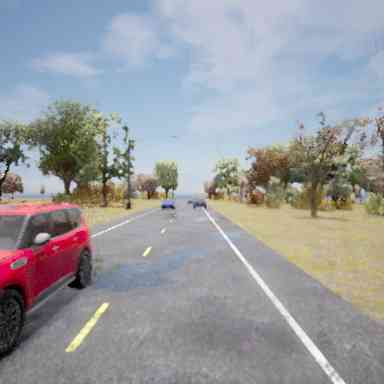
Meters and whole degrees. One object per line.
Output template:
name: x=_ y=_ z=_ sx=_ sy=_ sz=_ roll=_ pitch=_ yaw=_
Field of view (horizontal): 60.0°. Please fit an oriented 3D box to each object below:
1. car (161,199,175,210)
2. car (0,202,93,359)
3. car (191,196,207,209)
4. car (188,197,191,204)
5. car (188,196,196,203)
car: x=-3.566 y=1.815 z=49.791 sx=1.882 sy=1.535 sz=5.008 roll=0 pitch=-1 yaw=0
car: x=-3.601 y=1.256 z=6.371 sx=2.150 sy=2.045 sz=5.566 roll=0 pitch=0 yaw=0
car: x=1.224 y=1.709 z=52.398 sx=2.097 sy=1.767 sz=4.553 roll=0 pitch=0 yaw=0
car: x=0.001 y=1.965 z=71.229 sx=1.895 sy=1.301 sz=4.718 roll=0 pitch=-1 yaw=0
car: x=0.000 y=1.970 z=88.755 sx=2.097 sy=1.767 sz=4.553 roll=0 pitch=-1 yaw=0
